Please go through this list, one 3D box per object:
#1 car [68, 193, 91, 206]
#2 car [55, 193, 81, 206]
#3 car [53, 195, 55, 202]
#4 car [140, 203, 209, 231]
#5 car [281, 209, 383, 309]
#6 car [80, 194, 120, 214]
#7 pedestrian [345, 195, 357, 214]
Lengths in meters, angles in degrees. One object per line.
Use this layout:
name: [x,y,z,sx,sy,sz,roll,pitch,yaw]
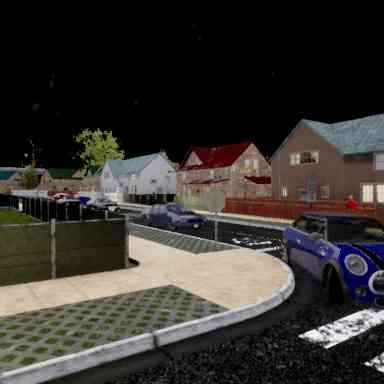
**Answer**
car: [-15.853,0.996,46.701,1.882,1.535,5.008,0,1,-34]
car: [-14.440,1.159,39.385,1.994,1.385,4.181,0,1,-34]
car: [-21.803,0.881,55.491,1.882,1.535,5.008,0,1,-34]
car: [-1.255,1.389,19.818,2.033,1.411,5.357,0,1,-34]
car: [3.795,1.330,8.135,2.097,1.767,4.553,0,1,-2]
car: [-8.002,1.206,29.811,2.128,1.511,4.902,0,1,-34]
pedestrian: [7.945,1.053,16.673,0.375,1.860,0.375,1,0,-34]
